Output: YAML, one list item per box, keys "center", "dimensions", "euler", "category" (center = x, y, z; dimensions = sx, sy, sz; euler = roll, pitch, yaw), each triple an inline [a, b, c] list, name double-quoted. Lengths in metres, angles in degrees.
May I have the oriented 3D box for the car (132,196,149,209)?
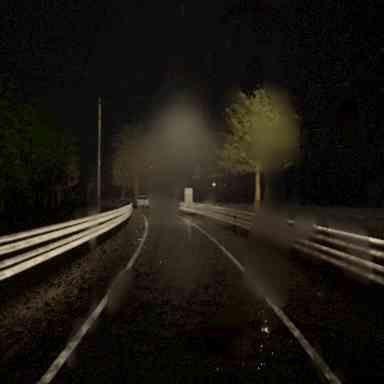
- center: [-8.526, 1.629, 54.739]
  dimensions: [2.150, 2.045, 5.566]
  euler: [0, -1, -20]
  category: "car"
